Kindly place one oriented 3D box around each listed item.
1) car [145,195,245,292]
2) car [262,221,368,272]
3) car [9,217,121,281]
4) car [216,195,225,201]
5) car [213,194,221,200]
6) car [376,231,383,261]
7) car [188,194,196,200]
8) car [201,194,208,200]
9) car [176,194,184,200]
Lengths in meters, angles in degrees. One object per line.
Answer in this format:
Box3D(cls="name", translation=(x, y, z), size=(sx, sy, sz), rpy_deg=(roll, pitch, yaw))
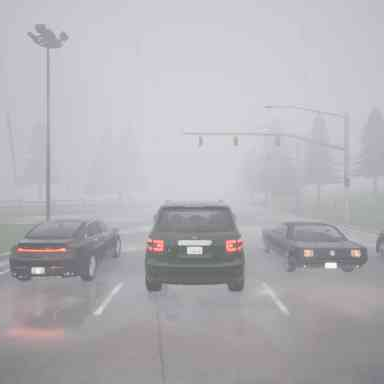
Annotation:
Box3D(cls="car", translation=(0.074, 1.221, 9.095), size=(2.150, 2.045, 5.566), rpy_deg=(0, 0, 0))
Box3D(cls="car", translation=(3.585, 1.601, 10.760), size=(1.895, 1.301, 4.718), rpy_deg=(0, 0, 0))
Box3D(cls="car", translation=(-3.422, 1.505, 9.844), size=(1.837, 1.490, 4.892), rpy_deg=(0, 0, 0))
Box3D(cls="car", translation=(7.043, 1.544, 83.412), size=(1.994, 1.385, 4.181), rpy_deg=(0, 0, 0))
Box3D(cls="car", translation=(7.048, 1.385, 93.449), size=(1.994, 1.385, 4.181), rpy_deg=(0, 0, 0))
Box3D(cls="car", translation=(7.076, 1.492, 9.213), size=(2.128, 1.511, 4.902), rpy_deg=(0, 0, 0))
Box3D(cls="car", translation=(0.048, 1.357, 93.453), size=(2.128, 1.511, 4.902), rpy_deg=(0, 0, 0))
Box3D(cls="car", translation=(3.548, 1.310, 93.451), size=(1.882, 1.535, 5.008), rpy_deg=(0, 0, 0))
Box3D(cls="car", translation=(-3.452, 1.372, 93.454), size=(2.033, 1.411, 5.357), rpy_deg=(0, 0, 0))
